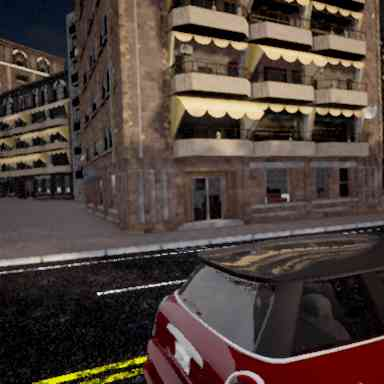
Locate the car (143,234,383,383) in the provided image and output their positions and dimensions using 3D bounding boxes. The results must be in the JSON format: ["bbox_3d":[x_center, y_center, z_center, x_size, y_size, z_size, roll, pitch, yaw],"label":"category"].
[{"bbox_3d":[1.869,1.243,3.461,4.553,1.767,2.097,-2,1,-23],"label":"car"}]
